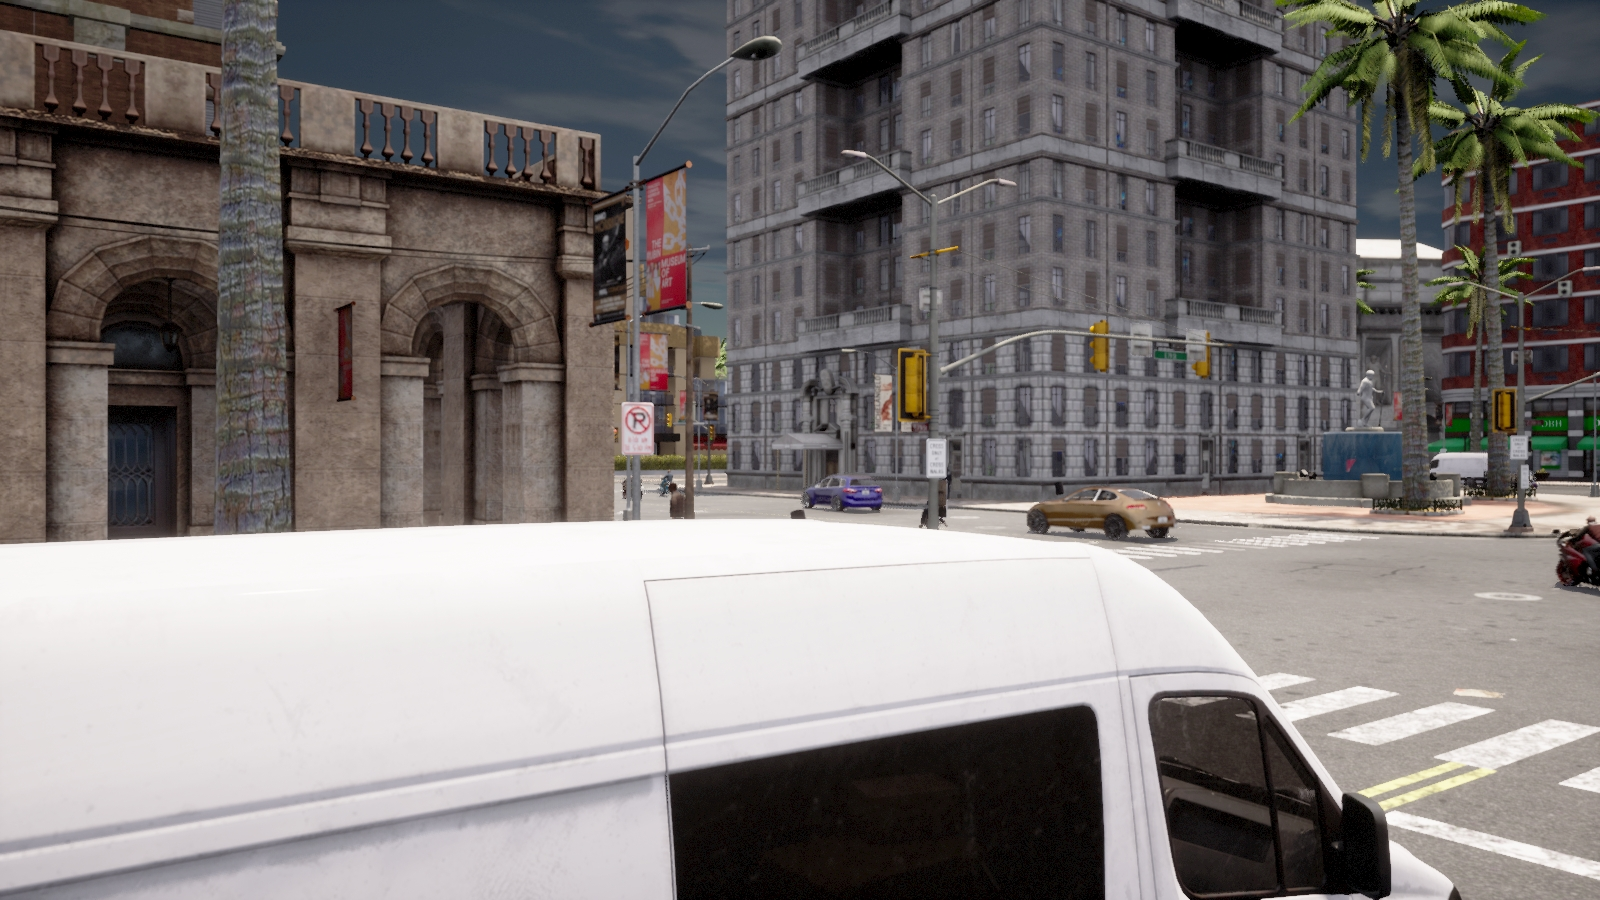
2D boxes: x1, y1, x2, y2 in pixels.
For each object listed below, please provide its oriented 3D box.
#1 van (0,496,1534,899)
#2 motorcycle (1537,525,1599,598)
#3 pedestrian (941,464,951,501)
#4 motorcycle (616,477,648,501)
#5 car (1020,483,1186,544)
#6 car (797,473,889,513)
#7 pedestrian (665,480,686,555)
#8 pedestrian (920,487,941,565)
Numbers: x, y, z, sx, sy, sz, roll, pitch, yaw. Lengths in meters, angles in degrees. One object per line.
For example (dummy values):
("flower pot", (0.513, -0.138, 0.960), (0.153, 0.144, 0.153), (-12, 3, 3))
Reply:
("van", (0.019, 1.533, 3.806), (5.915, 2.561, 1.988), (0, 0, -35))
("motorcycle", (15.684, 2.194, 22.552), (0.867, 1.251, 2.209), (-1, 0, 2))
("pedestrian", (7.567, 1.680, 59.242), (0.375, 1.860, 0.375), (0, 0, -27))
("motorcycle", (-9.441, 2.193, 64.106), (0.867, 1.251, 2.209), (0, 0, -36))
("car", (9.682, 1.980, 36.897), (2.152, 1.651, 5.027), (0, 0, -33))
("car", (1.936, 1.955, 53.098), (2.242, 1.667, 4.611), (0, 0, -28))
("pedestrian", (-3.125, 1.692, 28.701), (0.375, 1.860, 0.375), (0, 0, 26))
("pedestrian", (3.166, 1.841, 27.711), (0.375, 1.860, 0.375), (0, 0, -17))
